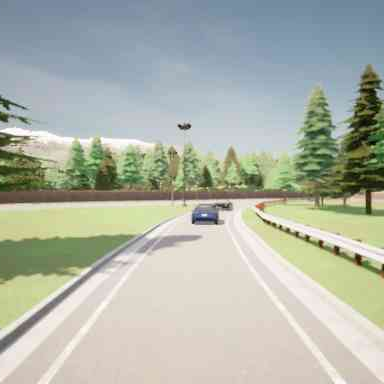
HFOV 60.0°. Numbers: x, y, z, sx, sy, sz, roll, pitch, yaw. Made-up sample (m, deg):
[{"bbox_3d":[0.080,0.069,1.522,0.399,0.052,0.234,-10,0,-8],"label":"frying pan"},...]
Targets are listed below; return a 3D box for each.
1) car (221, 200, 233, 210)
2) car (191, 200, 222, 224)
[{"bbox_3d":[4.024,1.604,41.958,1.895,1.301,4.718,0,0,15],"label":"car"},{"bbox_3d":[1.052,1.567,25.115,1.994,1.385,4.181,0,0,5],"label":"car"}]
